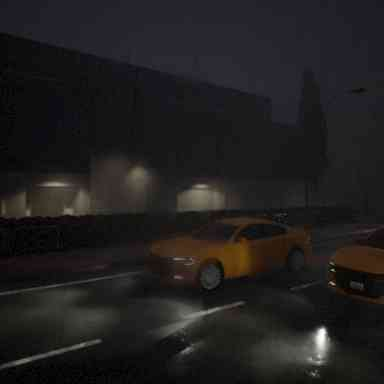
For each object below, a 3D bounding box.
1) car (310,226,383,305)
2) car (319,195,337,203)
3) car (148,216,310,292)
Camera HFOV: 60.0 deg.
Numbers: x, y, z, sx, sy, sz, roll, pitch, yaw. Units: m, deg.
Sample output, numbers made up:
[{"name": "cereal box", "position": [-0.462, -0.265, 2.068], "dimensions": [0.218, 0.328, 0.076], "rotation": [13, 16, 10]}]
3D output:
[{"name": "car", "position": [5.098, 1.476, 7.655], "dimensions": [5.008, 1.535, 1.882], "rotation": [0, 0, -36]}, {"name": "car", "position": [28.086, 1.489, 71.803], "dimensions": [1.837, 1.490, 4.892], "rotation": [0, 0, -33]}, {"name": "car", "position": [1.195, 1.477, 9.160], "dimensions": [5.008, 1.535, 1.882], "rotation": [0, 0, -36]}]
